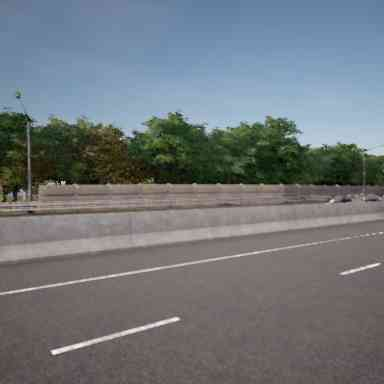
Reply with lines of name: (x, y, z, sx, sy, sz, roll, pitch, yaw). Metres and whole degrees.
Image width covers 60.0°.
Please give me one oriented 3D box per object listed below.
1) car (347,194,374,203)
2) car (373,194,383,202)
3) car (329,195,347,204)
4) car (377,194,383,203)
car: (24.640, 1.067, 47.397, 4.553, 1.767, 2.097, 0, 0, -35)
car: (26.940, 1.190, 44.745, 5.008, 1.535, 1.882, 0, 0, -35)
car: (22.636, 1.207, 50.261, 4.902, 1.511, 2.128, 0, 0, -35)
car: (34.785, 1.153, 58.873, 4.674, 1.442, 1.812, -1, 0, -36)
